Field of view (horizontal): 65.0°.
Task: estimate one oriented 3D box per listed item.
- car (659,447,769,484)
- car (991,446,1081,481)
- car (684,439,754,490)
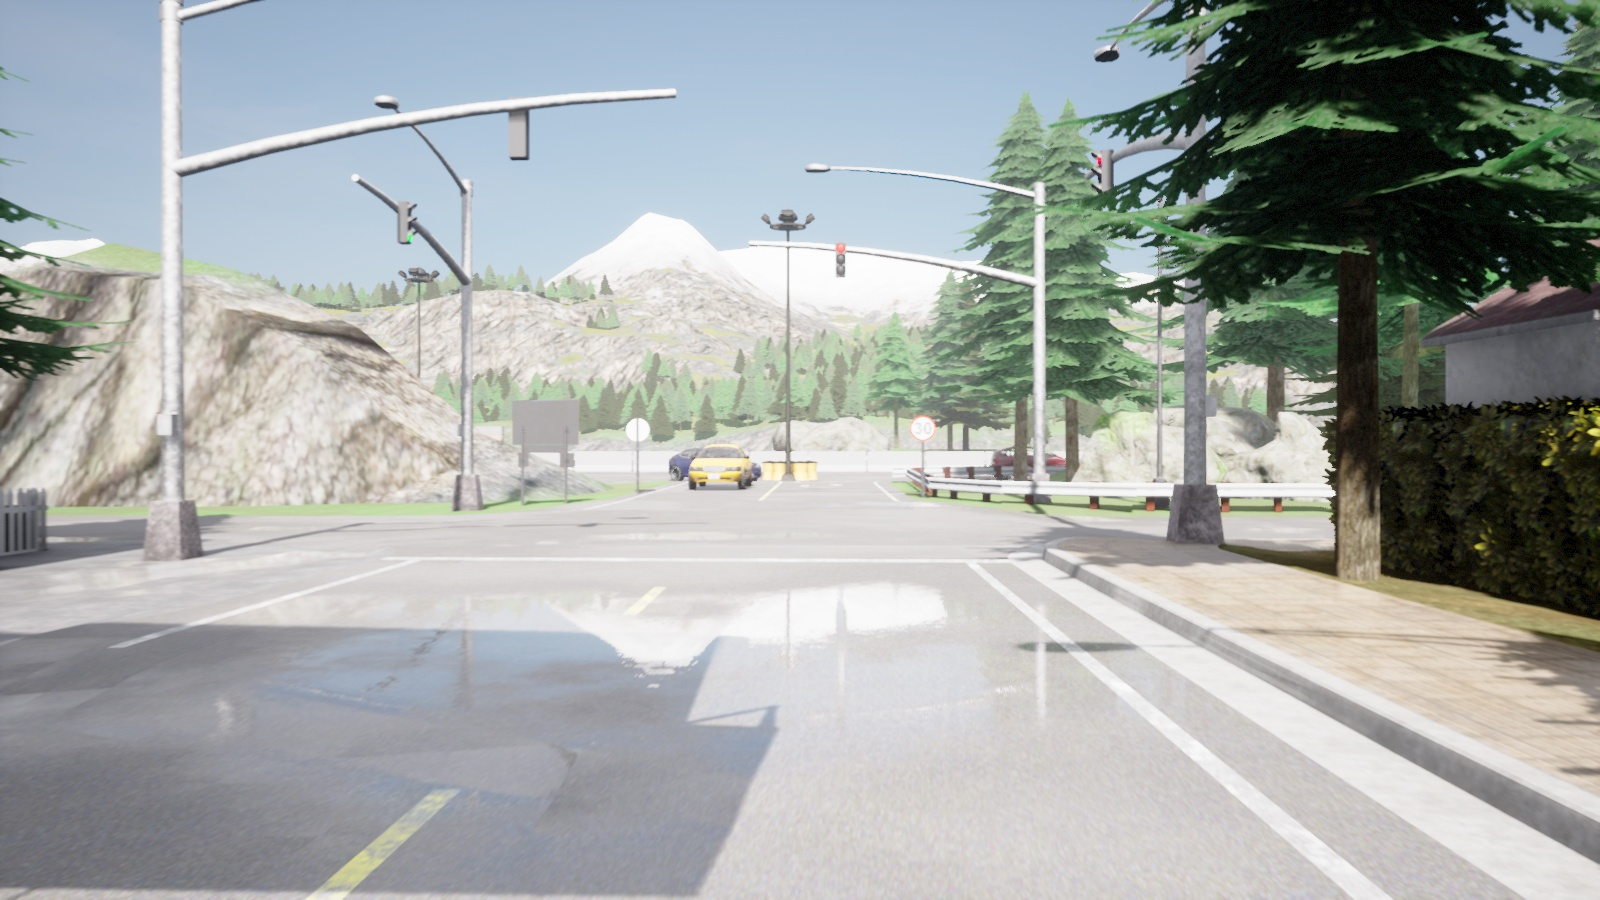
[{"bbox_3d":[-3.686,0.626,53.258,2.163,1.488,4.792,0,0,-42],"label":"car"},{"bbox_3d":[10.539,0.607,56.279,3.705,1.549,1.789,0,0,1],"label":"car"},{"bbox_3d":[-2.600,0.443,41.394,1.801,1.575,5.366,0,0,2],"label":"car"}]
